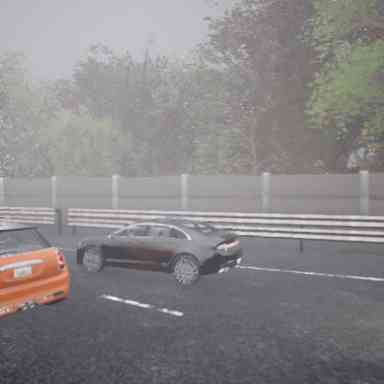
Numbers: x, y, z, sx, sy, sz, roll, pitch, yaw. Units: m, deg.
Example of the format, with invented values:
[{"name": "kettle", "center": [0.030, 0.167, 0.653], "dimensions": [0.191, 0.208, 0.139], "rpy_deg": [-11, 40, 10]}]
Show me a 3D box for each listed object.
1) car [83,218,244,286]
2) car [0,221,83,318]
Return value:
[{"name": "car", "center": [-1.014, 1.486, 9.273], "dimensions": [4.902, 1.511, 2.128], "rpy_deg": [0, 0, 26]}, {"name": "car", "center": [-4.650, 1.366, 6.712], "dimensions": [4.553, 1.767, 2.097], "rpy_deg": [0, 0, 32]}]
